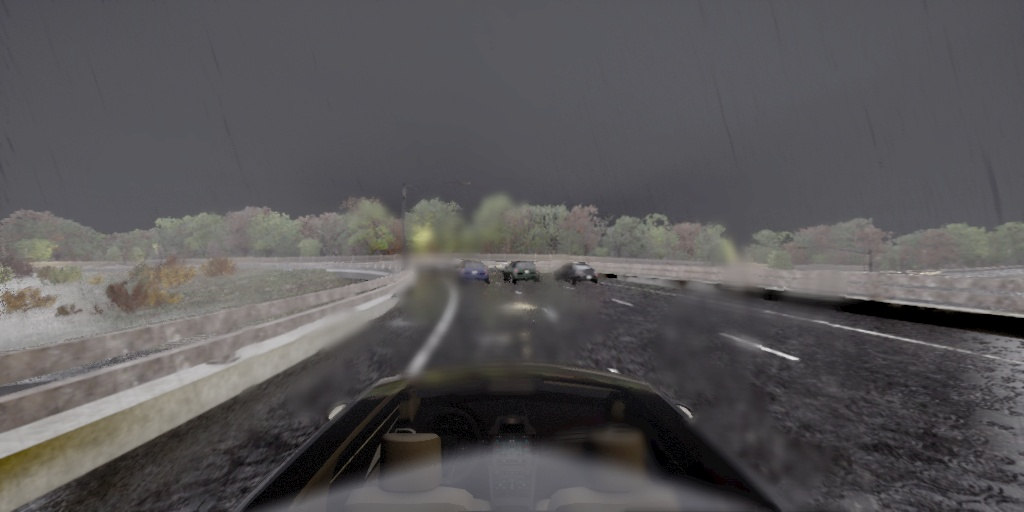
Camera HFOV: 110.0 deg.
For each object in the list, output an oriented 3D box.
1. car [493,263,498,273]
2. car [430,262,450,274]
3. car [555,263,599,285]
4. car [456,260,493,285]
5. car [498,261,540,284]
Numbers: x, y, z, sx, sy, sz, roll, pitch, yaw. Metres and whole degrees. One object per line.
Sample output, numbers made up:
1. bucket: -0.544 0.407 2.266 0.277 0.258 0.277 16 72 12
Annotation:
1. car: -1.428 1.446 45.145 1.895 1.301 4.718 -1 0 -22
2. car: -9.227 1.485 45.573 2.128 1.511 4.902 -1 0 -23
3. car: 4.564 1.228 25.595 1.812 1.442 4.674 -1 0 -12
4. car: -3.158 1.204 27.945 2.097 1.767 4.553 -1 0 -14
5. car: 0.590 1.132 27.309 2.097 1.767 4.553 -1 0 -13
